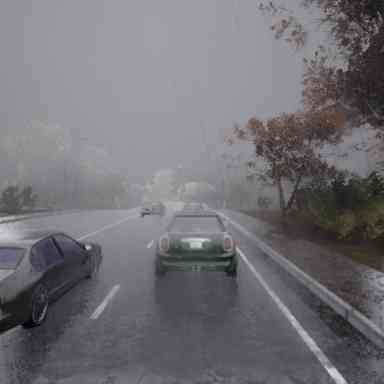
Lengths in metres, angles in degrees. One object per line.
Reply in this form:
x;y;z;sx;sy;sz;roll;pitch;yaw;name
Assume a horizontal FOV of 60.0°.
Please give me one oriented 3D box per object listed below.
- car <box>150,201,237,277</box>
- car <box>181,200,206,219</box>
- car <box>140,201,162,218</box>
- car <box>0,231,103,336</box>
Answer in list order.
0.102;1.321;10.281;2.097;1.767;4.553;0;0;0;car
0.109;1.493;29.215;2.033;1.411;5.357;0;0;0;car
-3.392;1.496;29.676;2.033;1.411;5.357;0;-1;0;car
-3.398;1.527;6.859;2.033;1.411;5.357;0;0;0;car
